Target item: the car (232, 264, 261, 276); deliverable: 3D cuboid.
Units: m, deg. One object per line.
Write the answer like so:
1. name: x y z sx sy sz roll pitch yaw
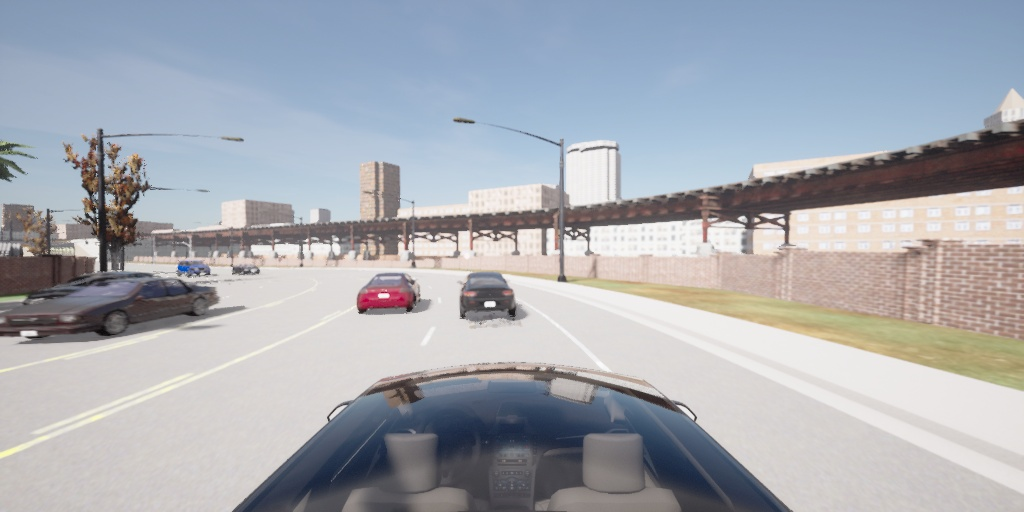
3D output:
1. car: -34.118 1.720 45.970 4.902 1.511 2.128 -1 0 34

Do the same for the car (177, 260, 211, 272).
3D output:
1. car: -41.115 1.600 46.292 5.566 2.045 2.150 -1 1 32

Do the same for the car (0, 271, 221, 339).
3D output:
1. car: -11.289 1.374 10.736 2.033 1.411 5.357 0 0 -8

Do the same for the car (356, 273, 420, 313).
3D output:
1. car: -4.797 1.351 14.372 1.994 1.385 4.181 0 0 -10

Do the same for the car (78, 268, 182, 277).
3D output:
1. car: -15.505 1.379 13.798 1.837 1.490 4.892 0 0 -14

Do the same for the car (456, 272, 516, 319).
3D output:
1. car: -0.997 1.280 12.940 1.812 1.442 4.674 -1 0 -8
